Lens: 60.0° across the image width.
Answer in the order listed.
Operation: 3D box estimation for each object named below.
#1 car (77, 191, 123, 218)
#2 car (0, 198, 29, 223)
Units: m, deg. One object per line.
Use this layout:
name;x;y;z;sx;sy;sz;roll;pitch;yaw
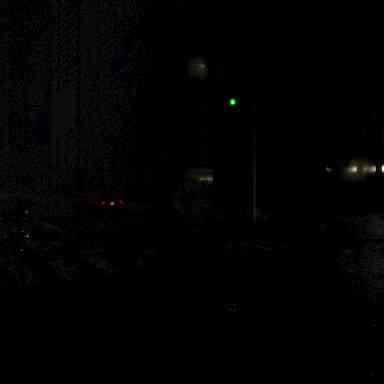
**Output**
car;-7.405;0.914;26.552;2.150;2.045;5.566;0;1;-36
car;-11.963;1.151;21.592;1.882;1.535;5.008;0;1;-36
